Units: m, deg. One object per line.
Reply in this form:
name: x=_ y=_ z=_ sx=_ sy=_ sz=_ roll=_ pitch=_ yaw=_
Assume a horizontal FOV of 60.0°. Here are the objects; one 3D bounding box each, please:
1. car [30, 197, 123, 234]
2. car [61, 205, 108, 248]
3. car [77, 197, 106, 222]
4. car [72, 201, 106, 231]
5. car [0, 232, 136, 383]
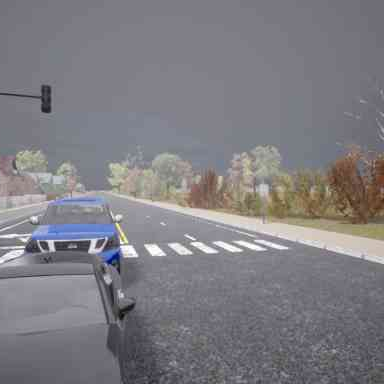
car: x=-3.358 y=1.218 z=9.927 sx=2.150 sy=2.045 sz=5.566 roll=0 pitch=0 yaw=-16
car: x=-5.049 y=1.497 z=15.990 sx=1.837 sy=1.490 sz=4.892 roll=0 pitch=0 yaw=-16
car: x=-8.240 y=1.335 z=27.452 sx=2.097 sy=1.767 sz=4.553 roll=0 pitch=0 yaw=-16
car: x=-6.649 y=1.466 z=21.727 sx=1.882 sy=1.535 sz=5.008 roll=0 pitch=0 yaw=-16
car: x=-1.685 y=1.524 z=3.847 sx=1.812 sy=1.442 sz=4.674 roll=0 pitch=0 yaw=-13
